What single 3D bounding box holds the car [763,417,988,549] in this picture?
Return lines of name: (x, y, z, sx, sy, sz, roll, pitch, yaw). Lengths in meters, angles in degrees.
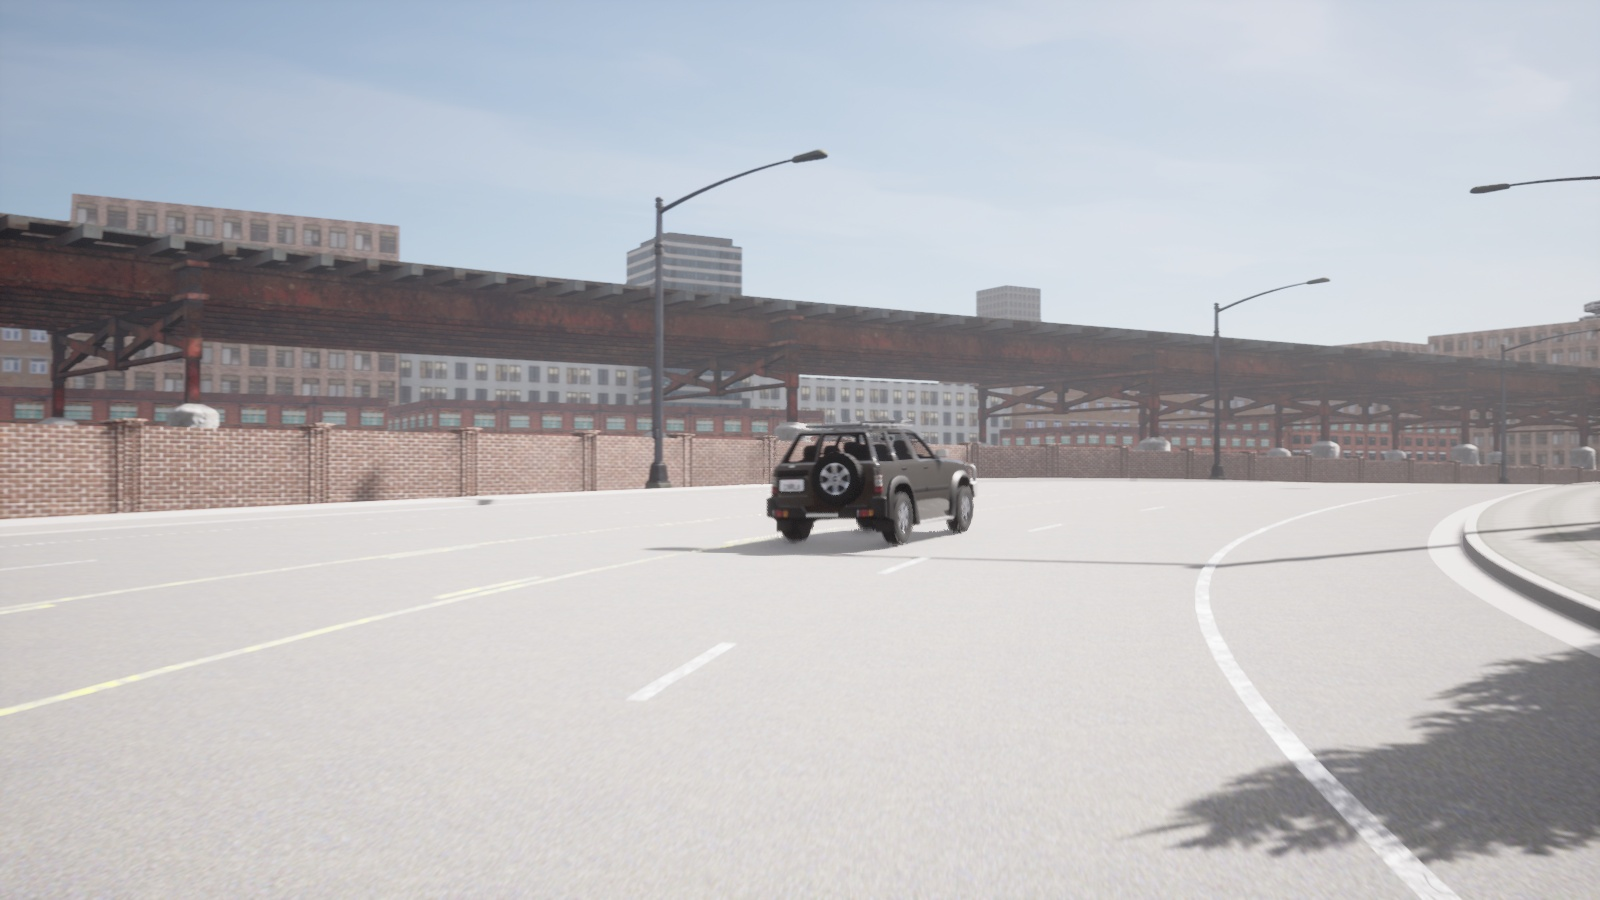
car: (1.362, 0.478, 20.141, 1.932, 1.855, 4.605, -2, 0, 26)
